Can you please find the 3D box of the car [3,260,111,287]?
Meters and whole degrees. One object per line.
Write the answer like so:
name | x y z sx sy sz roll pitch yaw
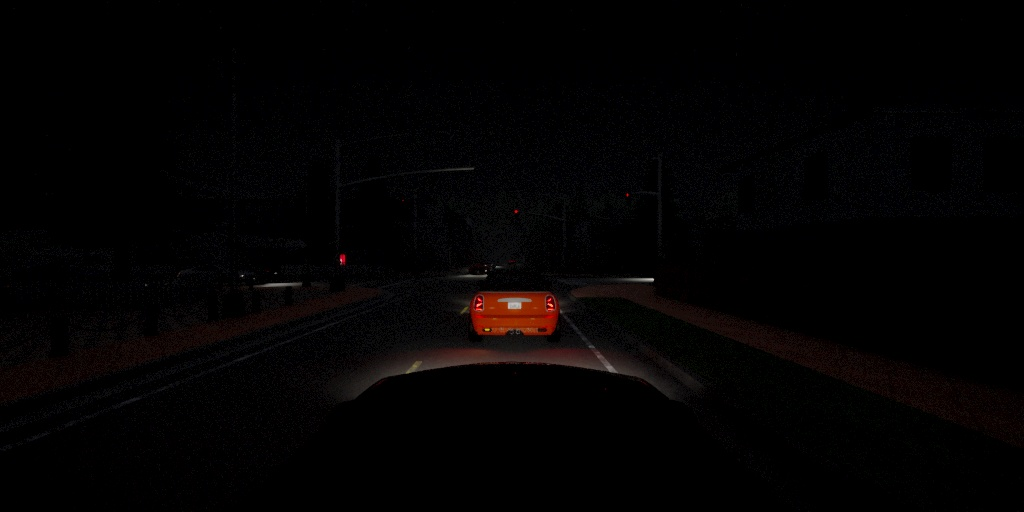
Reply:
car | -30.185 1.243 24.122 5.008 1.535 1.882 0 0 -1

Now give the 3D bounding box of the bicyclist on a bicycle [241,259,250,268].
bicyclist on a bicycle | -23.569 1.066 31.794 0.582 1.620 1.656 0 0 -2

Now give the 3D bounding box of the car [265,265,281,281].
car | -20.547 1.329 28.081 4.181 1.385 1.994 0 0 -2

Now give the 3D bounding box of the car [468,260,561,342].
car | 0.069 1.102 9.944 2.097 1.767 4.553 0 0 0

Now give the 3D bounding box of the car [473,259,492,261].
car | -3.562 1.102 39.288 2.097 1.767 4.553 0 0 -1

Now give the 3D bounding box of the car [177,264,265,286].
car | -20.005 1.291 24.435 4.674 1.442 1.812 0 0 -2
